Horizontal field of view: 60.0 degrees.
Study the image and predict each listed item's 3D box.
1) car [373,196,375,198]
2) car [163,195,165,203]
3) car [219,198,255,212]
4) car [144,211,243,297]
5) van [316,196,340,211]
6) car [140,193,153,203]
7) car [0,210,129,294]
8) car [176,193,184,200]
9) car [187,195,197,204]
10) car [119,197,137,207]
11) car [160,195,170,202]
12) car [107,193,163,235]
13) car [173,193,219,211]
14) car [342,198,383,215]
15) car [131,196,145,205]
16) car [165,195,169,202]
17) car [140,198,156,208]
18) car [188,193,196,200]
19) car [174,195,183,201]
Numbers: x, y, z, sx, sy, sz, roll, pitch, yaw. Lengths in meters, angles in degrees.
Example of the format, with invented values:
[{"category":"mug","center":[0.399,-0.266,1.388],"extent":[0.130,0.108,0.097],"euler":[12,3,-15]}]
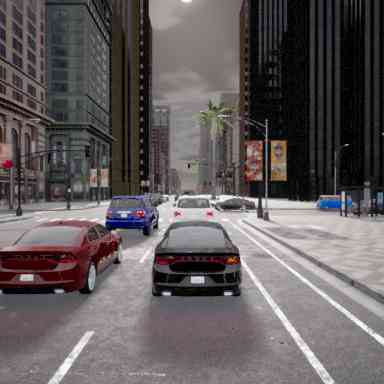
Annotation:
[{"category":"car","center":[22.710,1.284,39.846],"extent":[5.009,1.841,2.192],"euler":[0,0,0]},{"category":"car","center":[-6.621,1.224,60.388],"extent":[2.150,2.045,5.566],"euler":[0,0,1]},{"category":"car","center":[4.757,1.495,38.457],"extent":[4.892,1.490,1.837],"euler":[0,1,18]},{"category":"car","center":[0.092,1.477,8.648],"extent":[1.882,1.535,5.008],"euler":[0,0,0]},{"category":"van","center":[17.033,1.314,39.840],"extent":[3.998,1.788,1.690],"euler":[0,0,0]},{"category":"car","center":[-9.810,1.229,71.912],"extent":[2.150,2.045,5.566],"euler":[0,0,0]},{"category":"car","center":[-3.157,1.477,8.800],"extent":[1.882,1.535,5.008],"euler":[0,0,0]},{"category":"car","center":[-3.325,1.194,92.067],"extent":[2.097,1.767,4.553],"euler":[0,0,0]},{"category":"car","center":[0.042,1.481,66.472],"extent":[1.882,1.535,5.008],"euler":[0,0,0]},{"category":"car","center":[-9.926,1.494,51.868],"extent":[2.128,1.511,4.902],"euler":[0,0,-3]},{"category":"car","center":[-6.566,1.530,80.654],"extent":[2.128,1.511,4.902],"euler":[0,0,0]},{"category":"car","center":[-3.194,1.221,18.664],"extent":[2.150,2.045,5.566],"euler":[0,0,2]},{"category":"car","center":[0.086,1.221,18.607],"extent":[2.150,2.045,5.566],"euler":[0,0,0]},{"category":"car","center":[17.045,1.548,31.316],"extent":[4.403,1.369,2.008],"euler":[0,0,0]},{"category":"car","center":[-9.863,1.529,61.513],"extent":[1.812,1.442,4.674],"euler":[0,0,0]},{"category":"car","center":[-6.558,1.599,70.459],"extent":[1.895,1.301,4.718],"euler":[0,0,0]},{"category":"car","center":[-6.620,1.603,50.620],"extent":[1.895,1.301,4.718],"euler":[0,0,-1]},{"category":"car","center":[-0.076,1.231,92.125],"extent":[2.150,2.045,5.566],"euler":[0,0,0]},{"category":"car","center":[-3.317,1.496,81.677],"extent":[1.837,1.490,4.892],"euler":[0,0,0]}]
